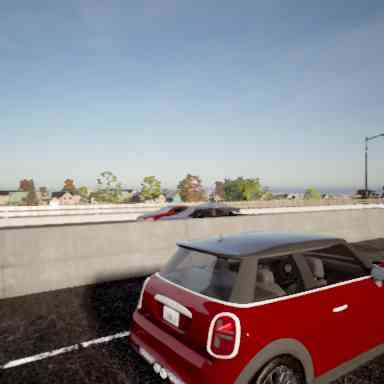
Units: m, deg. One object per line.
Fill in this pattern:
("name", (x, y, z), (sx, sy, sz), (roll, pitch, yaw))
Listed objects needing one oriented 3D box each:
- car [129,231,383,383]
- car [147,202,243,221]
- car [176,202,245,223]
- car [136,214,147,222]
("car", (1.507, 1.351, 4.804), (4.553, 1.767, 2.097), (0, 0, -35))
("car", (0.459, 1.474, 17.165), (5.008, 1.535, 1.882), (0, 0, -35))
("car", (1.568, 1.544, 26.485), (5.357, 1.411, 2.033), (0, 0, -35))
("car", (-1.129, 1.521, 20.326), (4.674, 1.442, 1.812), (0, 0, -35))
